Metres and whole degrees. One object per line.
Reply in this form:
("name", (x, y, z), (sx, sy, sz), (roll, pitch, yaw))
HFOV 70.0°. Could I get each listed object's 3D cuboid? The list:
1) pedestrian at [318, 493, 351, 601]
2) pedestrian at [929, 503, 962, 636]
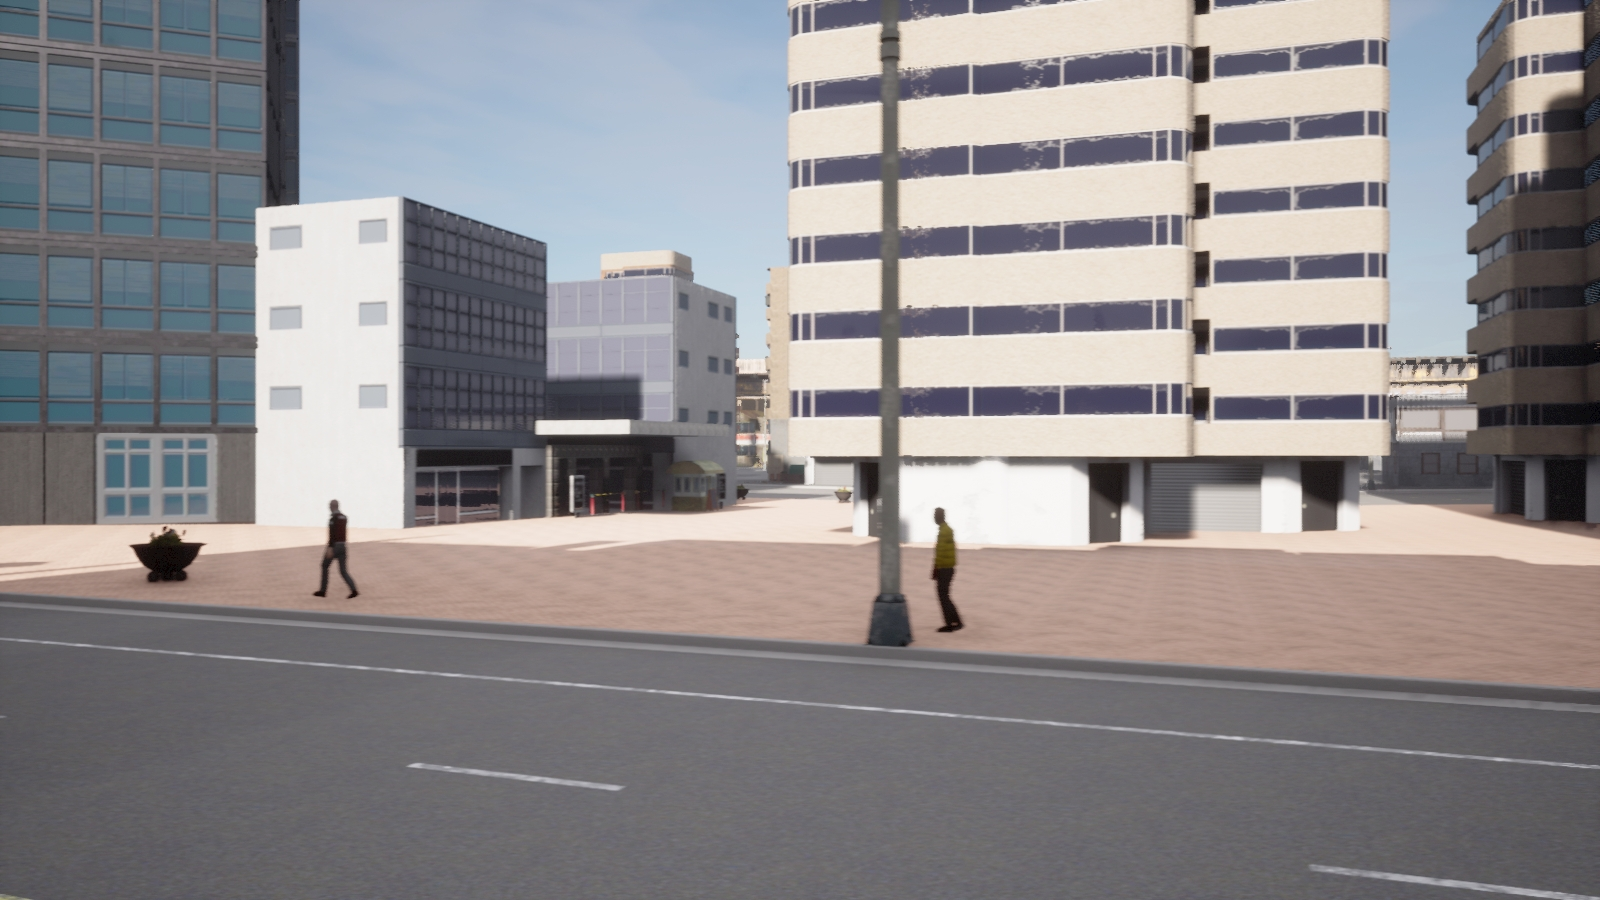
("pedestrian", (-8.207, 1.698, 20.153), (0.375, 1.860, 0.375), (0, 0, 20))
("pedestrian", (2.085, 1.696, 16.356), (0.375, 1.860, 0.375), (0, 0, 24))
